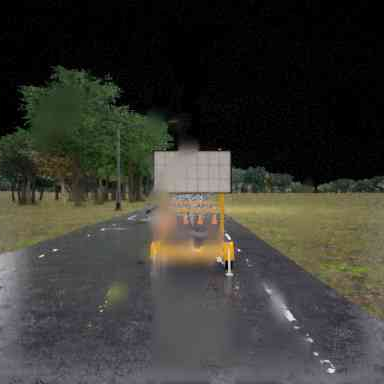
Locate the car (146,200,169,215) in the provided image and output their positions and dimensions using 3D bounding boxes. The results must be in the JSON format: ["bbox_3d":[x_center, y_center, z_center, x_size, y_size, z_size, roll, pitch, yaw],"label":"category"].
[{"bbox_3d":[-3.377,1.474,32.940,1.994,1.385,4.181,0,0,0],"label":"car"}]

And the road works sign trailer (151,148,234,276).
[{"bbox_3d":[0.011,0.445,10.301,2.380,3.560,2.880,0,0,0],"label":"road works sign trailer"}]
